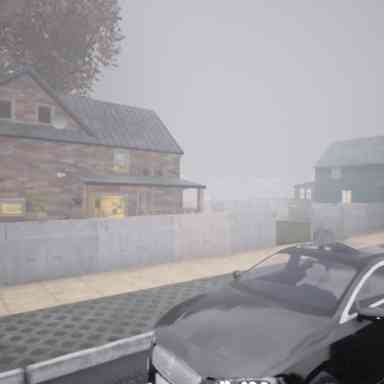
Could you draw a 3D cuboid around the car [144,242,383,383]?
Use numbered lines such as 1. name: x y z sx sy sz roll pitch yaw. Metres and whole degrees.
1. car: 1.773 1.485 4.335 4.902 1.511 2.128 0 0 -36
